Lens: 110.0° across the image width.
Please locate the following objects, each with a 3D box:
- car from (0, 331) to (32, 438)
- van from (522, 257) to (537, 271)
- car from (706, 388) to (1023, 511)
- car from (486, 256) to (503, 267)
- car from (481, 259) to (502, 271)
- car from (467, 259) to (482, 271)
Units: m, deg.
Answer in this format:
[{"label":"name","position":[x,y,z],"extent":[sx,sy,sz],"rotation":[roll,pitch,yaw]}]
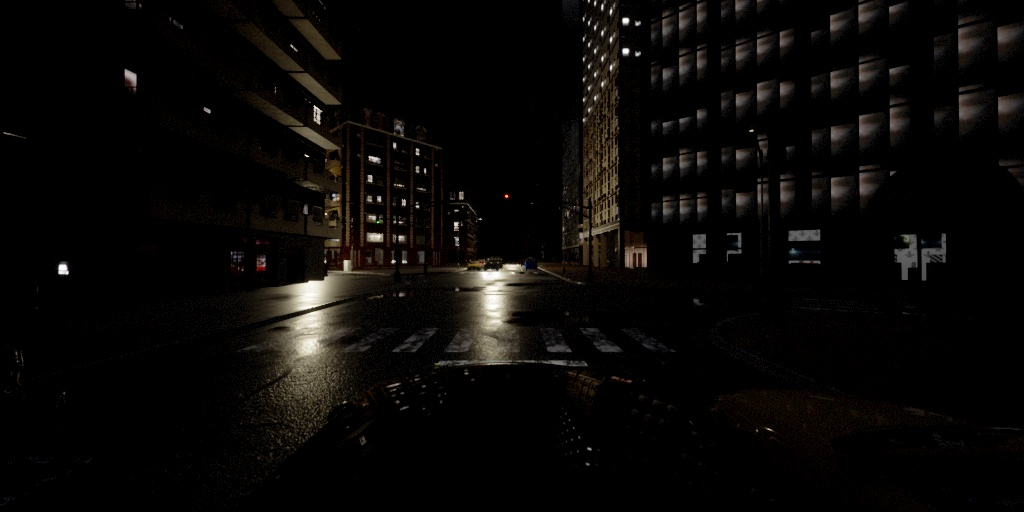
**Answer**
[{"label":"car","position":[-5.318,1.065,1.088],"extent":[2.192,1.841,5.009],"rotation":[0,0,0]},{"label":"van","position":[2.625,1.136,50.077],"extent":[1.690,1.789,3.998],"rotation":[0,0,0]},{"label":"car","position":[2.563,1.275,1.254],"extent":[1.751,1.417,4.829],"rotation":[0,0,0]},{"label":"car","position":[-2.764,1.038,59.572],"extent":[2.150,2.045,5.566],"rotation":[0,0,0]},{"label":"car","position":[-2.789,1.395,49.240],"extent":[1.895,1.301,4.718],"rotation":[0,0,0]},{"label":"car","position":[-5.255,1.321,49.917],"extent":[1.751,1.417,4.829],"rotation":[0,0,0]}]
